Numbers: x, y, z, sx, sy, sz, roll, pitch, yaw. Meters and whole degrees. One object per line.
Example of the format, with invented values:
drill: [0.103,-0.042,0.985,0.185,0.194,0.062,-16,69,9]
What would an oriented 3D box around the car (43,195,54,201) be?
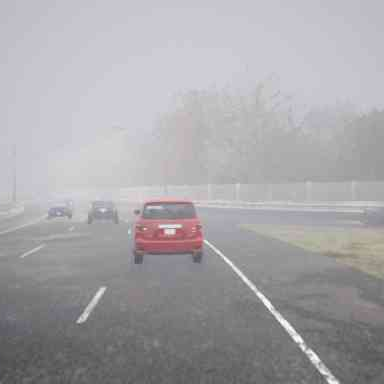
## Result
car: [-36.117,1.443,83.874,1.837,1.490,4.892,0,0,-35]

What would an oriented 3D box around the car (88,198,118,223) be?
car: [-6.816,1.377,25.697,2.097,1.767,4.553,0,0,-14]

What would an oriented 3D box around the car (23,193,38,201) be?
car: [-40.372,1.510,81.352,4.181,1.385,1.994,0,0,39]

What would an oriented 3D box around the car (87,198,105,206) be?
car: [-16.822,1.661,58.259,1.895,1.301,4.718,0,0,-31]

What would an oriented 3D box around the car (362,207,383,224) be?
car: [14.292,1.515,23.345,4.181,1.385,1.994,0,0,22]

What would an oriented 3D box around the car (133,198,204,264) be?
car: [-0.930,1.225,12.143,2.150,2.045,5.566,0,0,-6]

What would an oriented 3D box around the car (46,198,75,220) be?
car: [-11.388,1.566,29.067,1.812,1.442,4.674,0,0,-16]

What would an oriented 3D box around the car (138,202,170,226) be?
car: [-2.859,1.536,24.275,1.812,1.442,4.674,0,0,-13]

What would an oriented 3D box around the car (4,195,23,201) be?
car: [-42.715,1.443,78.751,5.008,1.535,1.882,0,0,39]
